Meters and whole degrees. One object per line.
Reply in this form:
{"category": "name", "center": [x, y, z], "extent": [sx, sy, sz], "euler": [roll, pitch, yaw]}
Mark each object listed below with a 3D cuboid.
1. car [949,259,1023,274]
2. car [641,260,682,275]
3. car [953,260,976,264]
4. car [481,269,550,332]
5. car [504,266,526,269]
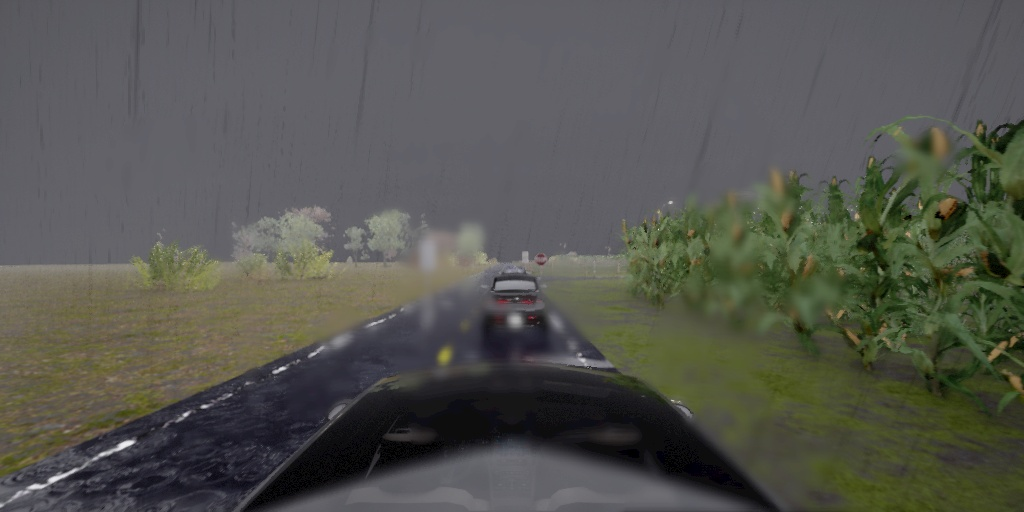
{"category": "car", "center": [49.117, 1.061, 37.234], "extent": [4.902, 1.511, 2.128], "euler": [-1, -1, -1]}
{"category": "car", "center": [15.534, 1.223, 36.823], "extent": [4.553, 1.767, 2.097], "euler": [-1, -1, -1]}
{"category": "car", "center": [44.109, 0.874, 34.363], "extent": [4.553, 1.767, 2.097], "euler": [-1, -1, 0]}
{"category": "car", "center": [0.099, 1.325, 11.198], "extent": [1.837, 1.490, 4.892], "euler": [0, 0, 0]}
{"category": "car", "center": [0.212, 1.394, 22.485], "extent": [2.128, 1.511, 4.902], "euler": [0, 0, 3]}
